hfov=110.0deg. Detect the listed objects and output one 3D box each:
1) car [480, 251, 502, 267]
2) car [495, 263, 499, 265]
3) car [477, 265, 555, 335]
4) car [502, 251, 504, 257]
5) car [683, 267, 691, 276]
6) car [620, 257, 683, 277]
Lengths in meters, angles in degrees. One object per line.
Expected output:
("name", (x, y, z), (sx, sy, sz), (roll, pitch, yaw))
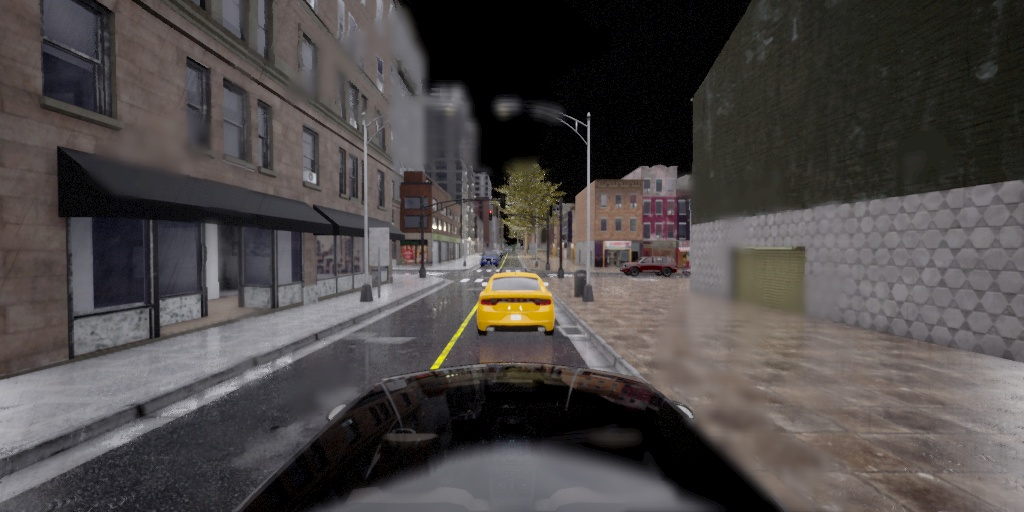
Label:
("car", (-2.843, 0.341, 46.059), (2.150, 2.045, 5.566), (0, 2, 0))
("car", (0.071, 1.250, 19.909), (1.895, 1.301, 4.718), (0, 1, 0))
("car", (0.097, 1.206, 10.467), (1.882, 1.535, 5.008), (0, 0, 0))
("car", (-2.807, 0.113, 63.314), (2.128, 1.511, 4.902), (0, 1, 0))
("car", (18.109, 1.296, 33.449), (4.207, 1.307, 1.802), (0, 0, 0))
("car", (12.707, 0.952, 33.441), (5.009, 1.841, 2.192), (0, 0, 0))
